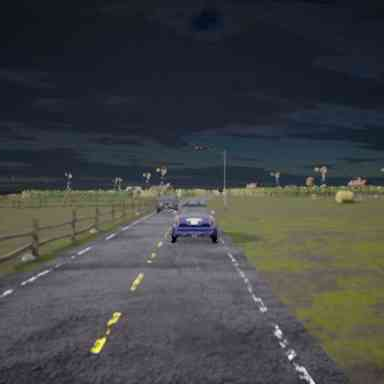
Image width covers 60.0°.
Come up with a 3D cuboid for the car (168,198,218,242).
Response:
[{"bbox_3d":[0.101,1.365,16.731,2.097,1.767,4.553,0,0,0],"label":"car"}]

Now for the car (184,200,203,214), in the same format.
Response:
[{"bbox_3d":[0.175,1.594,36.506,1.994,1.385,4.181,0,0,1],"label":"car"}]

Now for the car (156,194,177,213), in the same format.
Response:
[{"bbox_3d":[-2.672,1.228,37.408,2.150,2.045,5.566,0,0,1],"label":"car"}]
